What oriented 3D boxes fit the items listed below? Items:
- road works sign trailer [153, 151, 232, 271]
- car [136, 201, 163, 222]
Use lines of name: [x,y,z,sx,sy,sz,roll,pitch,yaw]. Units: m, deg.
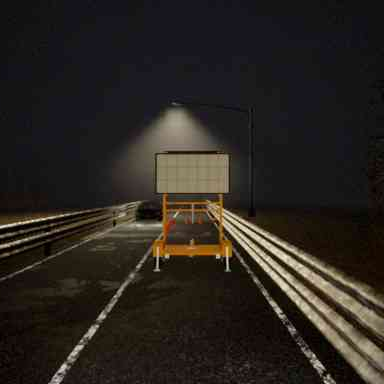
road works sign trailer: [0.024,0.468,10.860,2.380,3.560,2.880,0,0,0]
car: [-3.217,1.488,26.500,1.882,1.535,5.008,0,0,0]
